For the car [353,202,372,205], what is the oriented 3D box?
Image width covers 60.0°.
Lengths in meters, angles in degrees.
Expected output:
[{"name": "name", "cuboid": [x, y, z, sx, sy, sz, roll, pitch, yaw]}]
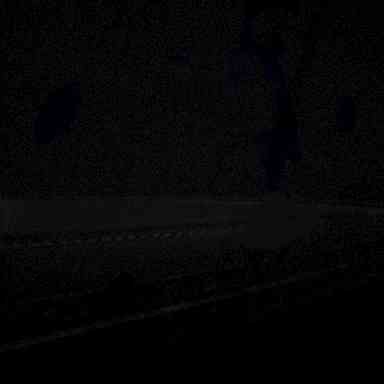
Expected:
[{"name": "car", "cuboid": [43.040, 2.821, 84.864, 1.895, 1.301, 4.718, 0, -1, -1]}]

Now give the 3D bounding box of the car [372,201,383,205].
[{"name": "car", "cuboid": [46.533, 2.814, 83.008, 1.895, 1.301, 4.718, 0, -1, -1]}]
